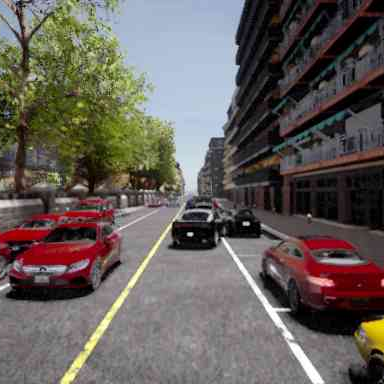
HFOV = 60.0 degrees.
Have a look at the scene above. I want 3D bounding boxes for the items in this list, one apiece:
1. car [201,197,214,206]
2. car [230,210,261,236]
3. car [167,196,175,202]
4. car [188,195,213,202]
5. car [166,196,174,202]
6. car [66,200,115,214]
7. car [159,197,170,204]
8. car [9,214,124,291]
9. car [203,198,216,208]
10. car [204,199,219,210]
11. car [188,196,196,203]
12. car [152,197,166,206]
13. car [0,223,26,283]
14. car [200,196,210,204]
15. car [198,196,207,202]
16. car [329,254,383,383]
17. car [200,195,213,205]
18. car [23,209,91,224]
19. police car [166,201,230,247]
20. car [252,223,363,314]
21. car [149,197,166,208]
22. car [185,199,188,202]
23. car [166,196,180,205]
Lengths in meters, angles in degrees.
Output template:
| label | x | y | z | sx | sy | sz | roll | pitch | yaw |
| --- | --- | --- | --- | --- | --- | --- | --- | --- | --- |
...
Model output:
| label | x | y | z | sx | sy | sz | roll | pitch | yaw |
| --- | --- | --- | --- | --- | --- | --- | --- | --- | --- |
| car | 2.699 | 1.643 | 58.028 | 1.967 | 1.590 | 4.097 | 0 | 0 | 0 |
| car | 2.692 | 1.623 | 18.618 | 1.947 | 1.339 | 4.313 | 0 | 0 | 0 |
| car | -5.675 | 1.901 | 91.810 | 2.008 | 1.369 | 4.403 | 0 | 0 | 0 |
| car | 0.905 | 1.325 | 31.409 | 2.150 | 2.045 | 5.566 | 0 | 0 | 0 |
| car | -5.676 | 1.849 | 86.010 | 1.752 | 1.417 | 4.829 | 0 | 0 | 0 |
| car | -5.688 | 1.372 | 18.620 | 2.192 | 1.841 | 5.009 | 0 | 0 | 0 |
| car | -5.679 | 1.800 | 69.290 | 2.008 | 1.369 | 4.403 | 0 | 0 | 0 |
| car | -3.097 | 1.554 | 9.207 | 1.812 | 1.442 | 4.674 | 0 | 0 | 0 |
| car | 2.698 | 1.725 | 52.399 | 1.887 | 1.381 | 4.507 | 0 | 0 | 0 |
| car | 2.698 | 1.702 | 46.768 | 1.887 | 1.381 | 4.507 | 0 | 0 | 0 |
| car | 0.013 | 1.592 | 70.297 | 1.812 | 1.442 | 4.674 | 0 | 0 | 0 |
| car | -5.682 | 1.643 | 58.029 | 1.967 | 1.590 | 4.097 | 0 | 0 | 0 |
| car | -5.690 | 1.604 | 7.357 | 1.802 | 1.307 | 4.206 | 0 | 0 | 0 |
| car | 2.701 | 1.690 | 69.289 | 1.967 | 1.590 | 4.097 | 0 | 0 | 0 |
| car | 2.704 | 1.764 | 86.180 | 1.967 | 1.590 | 4.097 | 0 | 0 | 0 |
| car | 2.690 | 1.532 | 1.895 | 1.752 | 1.417 | 4.829 | 0 | 0 | 0 |
| car | 2.699 | 1.542 | 63.659 | 2.192 | 1.841 | 5.009 | 0 | 0 | 0 |
| car | -5.689 | 1.584 | 12.987 | 1.887 | 1.381 | 4.507 | 0 | 0 | 0 |
| police car | 0.446 | 1.474 | 15.676 | 1.930 | 1.638 | 5.238 | 0 | 0 | 12 |
| car | 2.690 | 1.604 | 7.356 | 1.802 | 1.307 | 4.206 | 0 | 0 | 0 |
| car | -5.683 | 1.620 | 52.400 | 1.967 | 1.590 | 4.097 | 0 | 0 | 0 |
| car | 0.009 | 1.648 | 49.950 | 1.882 | 1.535 | 5.008 | 0 | 0 | 0 |
| car | -2.991 | 1.598 | 53.155 | 2.097 | 1.767 | 4.553 | 0 | 0 | 0 |
